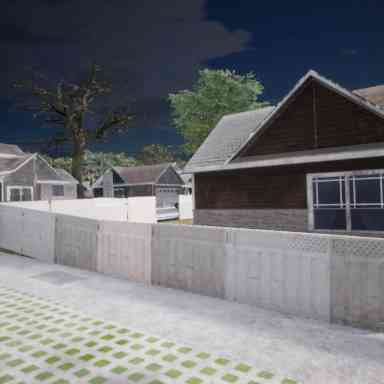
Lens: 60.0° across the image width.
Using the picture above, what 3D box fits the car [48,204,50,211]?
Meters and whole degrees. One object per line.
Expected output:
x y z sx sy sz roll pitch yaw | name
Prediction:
-11.188 1.401 22.315 1.882 1.535 5.008 -3 -1 36 | car

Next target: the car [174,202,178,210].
0.011 1.292 37.634 1.895 1.301 4.718 -3 -1 36 | car
